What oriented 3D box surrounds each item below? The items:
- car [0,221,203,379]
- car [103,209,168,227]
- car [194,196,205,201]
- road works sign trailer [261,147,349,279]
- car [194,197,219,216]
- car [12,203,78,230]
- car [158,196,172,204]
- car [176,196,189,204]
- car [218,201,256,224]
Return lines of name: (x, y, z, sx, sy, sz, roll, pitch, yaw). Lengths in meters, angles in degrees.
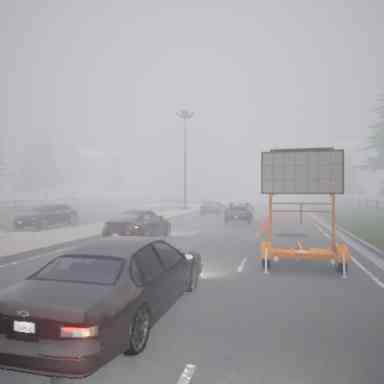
car: (-1.229, 1.548, 6.125, 2.033, 1.411, 5.357, 0, 0, 15)
car: (-2.443, 1.528, 15.351, 1.812, 1.442, 4.674, 0, 0, 15)
car: (1.724, 1.514, 65.730, 2.128, 1.511, 4.902, 0, 0, 13)
road works sign trailer: (3.356, 0.465, 10.251, 2.380, 3.560, 2.880, 0, 0, 15)
car: (2.082, 1.551, 32.720, 2.033, 1.411, 5.357, 0, 0, 15)
car: (-9.317, 1.509, 21.495, 1.837, 1.490, 4.892, 0, 0, 15)
car: (-5.338, 1.503, 66.315, 2.128, 1.511, 4.902, 0, 0, 13)
car: (-1.837, 1.520, 65.898, 1.837, 1.490, 4.892, 0, 0, 13)
car: (3.592, 1.494, 24.635, 2.128, 1.511, 4.902, 0, 0, 15)
